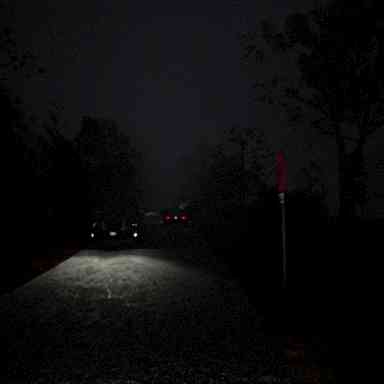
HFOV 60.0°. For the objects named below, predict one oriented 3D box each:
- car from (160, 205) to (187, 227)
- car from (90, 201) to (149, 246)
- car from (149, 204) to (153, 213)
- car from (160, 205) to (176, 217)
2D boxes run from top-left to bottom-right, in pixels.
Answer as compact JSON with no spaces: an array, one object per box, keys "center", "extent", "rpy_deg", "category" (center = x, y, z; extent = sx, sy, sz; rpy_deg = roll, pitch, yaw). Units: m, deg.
[{"center":[-1.442,2.010,26.987],"extent":[2.033,1.411,5.357],"rpy_deg":[0,-1,-6],"category":"car"},{"center":[-3.572,1.475,16.967],"extent":[2.150,2.045,5.566],"rpy_deg":[0,-1,-4],"category":"car"},{"center":[-7.934,2.867,58.967],"extent":[1.882,1.535,5.008],"rpy_deg":[0,-2,-6],"category":"car"},{"center":[-3.112,2.366,42.153],"extent":[1.812,1.442,4.674],"rpy_deg":[0,-1,-7],"category":"car"}]
